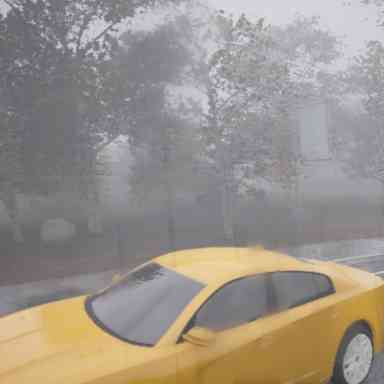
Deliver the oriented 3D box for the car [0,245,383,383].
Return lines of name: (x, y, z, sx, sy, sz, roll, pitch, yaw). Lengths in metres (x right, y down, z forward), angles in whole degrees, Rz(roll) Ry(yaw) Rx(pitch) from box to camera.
car: (0.144, 1.437, 3.730, 5.008, 1.535, 1.882, 0, 1, -32)
